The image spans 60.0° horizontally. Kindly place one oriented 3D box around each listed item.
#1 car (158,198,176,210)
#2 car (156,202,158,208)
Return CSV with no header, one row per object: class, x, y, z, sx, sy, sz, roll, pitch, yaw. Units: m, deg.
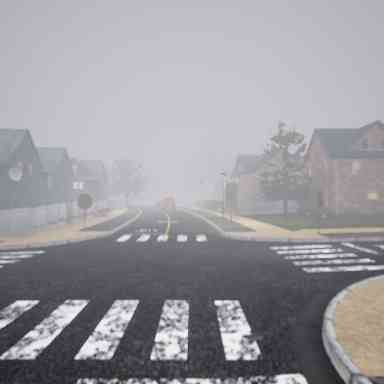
car,-4.031,2.018,56.904,2.150,2.045,5.566,0,-1,-10
car,-6.132,2.494,67.244,1.882,1.535,5.008,0,-1,-14
